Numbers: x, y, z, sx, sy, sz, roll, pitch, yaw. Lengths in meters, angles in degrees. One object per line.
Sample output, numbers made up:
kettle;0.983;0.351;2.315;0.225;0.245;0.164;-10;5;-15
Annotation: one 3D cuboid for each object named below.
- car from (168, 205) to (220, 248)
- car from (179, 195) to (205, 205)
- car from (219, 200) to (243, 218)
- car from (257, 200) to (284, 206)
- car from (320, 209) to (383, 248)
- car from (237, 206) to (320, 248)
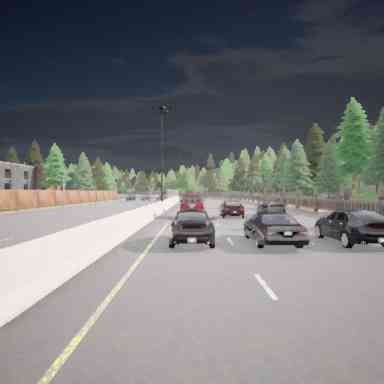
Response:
car;0.000;1.517;14.650;1.837;1.490;4.892;0;0;0
car;0.000;1.259;29.680;2.150;2.045;5.566;0;0;0
car;3.500;1.486;29.650;1.882;1.535;5.008;0;0;0
car;7.000;1.496;29.650;2.128;1.511;4.902;0;0;0
car;7.000;1.517;14.650;1.837;1.490;4.892;0;0;0
car;3.500;1.564;14.650;2.033;1.411;5.357;0;0;0
